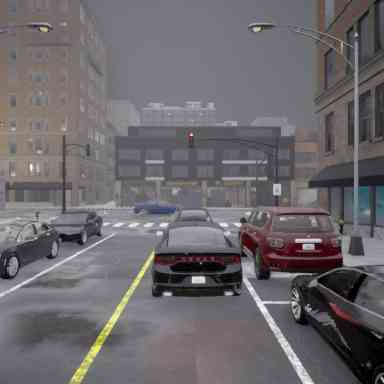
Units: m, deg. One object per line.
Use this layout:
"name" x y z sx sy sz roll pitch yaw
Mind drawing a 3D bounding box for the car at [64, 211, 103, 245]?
"car" -5.411 1.565 15.531 1.947 1.339 4.313 0 0 0

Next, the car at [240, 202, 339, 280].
"car" 2.622 1.314 9.880 2.192 1.841 5.009 0 0 0

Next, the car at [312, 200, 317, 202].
"car" 15.248 1.305 34.654 5.566 2.045 2.150 0 0 0

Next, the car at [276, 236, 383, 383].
"car" 2.630 1.566 4.218 1.947 1.339 4.313 0 0 0

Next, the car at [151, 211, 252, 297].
"car" 0.061 1.477 8.642 1.882 1.535 5.008 0 0 -1

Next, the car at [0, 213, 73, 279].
"car" -5.403 1.550 9.869 2.008 1.369 4.403 0 0 0

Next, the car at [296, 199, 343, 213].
"car" 14.436 1.605 37.881 4.674 1.442 1.812 0 0 0

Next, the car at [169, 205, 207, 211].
"car" 0.057 1.504 16.202 1.837 1.490 4.892 0 0 0

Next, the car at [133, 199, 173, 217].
"car" -2.923 1.469 31.096 5.008 1.535 1.882 0 0 0
